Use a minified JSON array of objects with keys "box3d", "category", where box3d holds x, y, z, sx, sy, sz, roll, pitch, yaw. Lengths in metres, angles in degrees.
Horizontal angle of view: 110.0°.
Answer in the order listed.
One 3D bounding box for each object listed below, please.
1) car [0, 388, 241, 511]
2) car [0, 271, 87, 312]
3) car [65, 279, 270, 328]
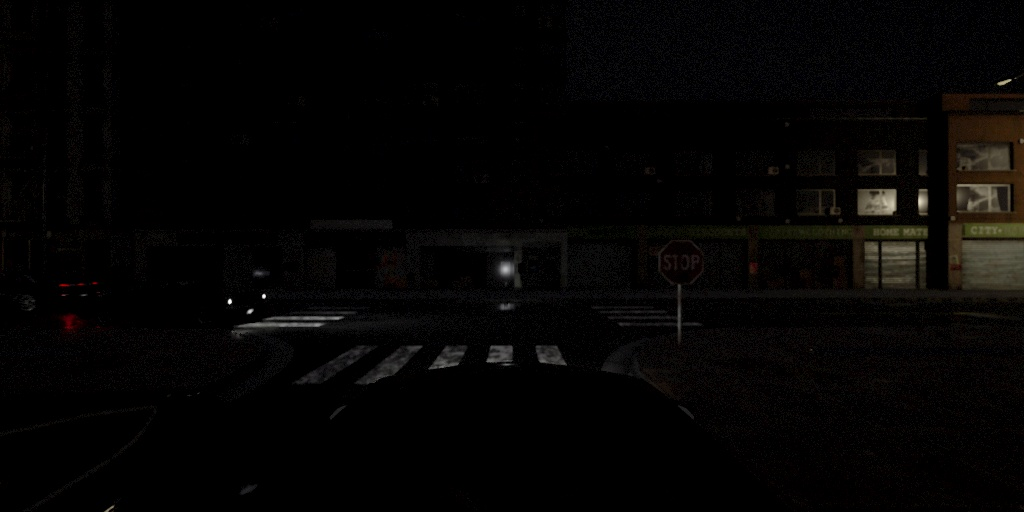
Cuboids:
[{"box3d":[-2.640,1.309,0.633,1.948,1.339,4.313,0,0,0],"category":"car"},{"box3d":[-19.391,1.356,14.219,4.902,1.511,2.128,0,0,0],"category":"car"},{"box3d":[-10.420,1.432,11.245,4.718,1.301,1.895,0,0,0],"category":"car"}]
